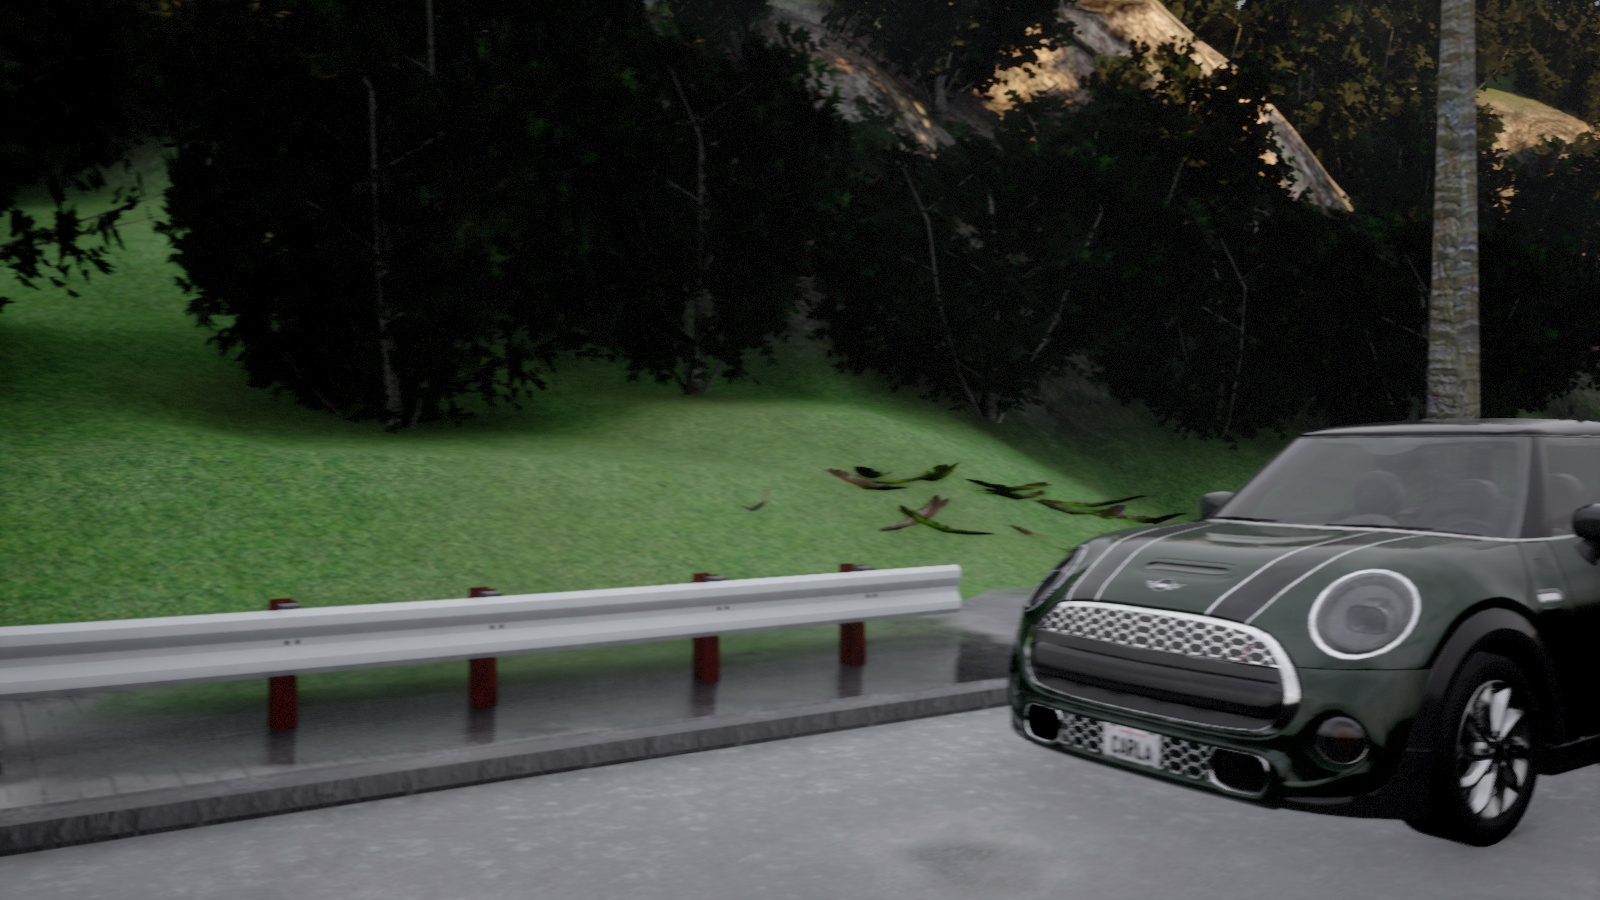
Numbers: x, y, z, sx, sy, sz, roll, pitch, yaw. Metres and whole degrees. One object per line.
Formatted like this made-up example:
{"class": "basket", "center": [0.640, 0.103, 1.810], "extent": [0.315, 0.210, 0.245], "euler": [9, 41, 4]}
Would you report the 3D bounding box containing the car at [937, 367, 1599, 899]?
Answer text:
{"class": "car", "center": [3.123, 0.611, 6.310], "extent": [4.553, 1.767, 2.097], "euler": [0, 0, -34]}
